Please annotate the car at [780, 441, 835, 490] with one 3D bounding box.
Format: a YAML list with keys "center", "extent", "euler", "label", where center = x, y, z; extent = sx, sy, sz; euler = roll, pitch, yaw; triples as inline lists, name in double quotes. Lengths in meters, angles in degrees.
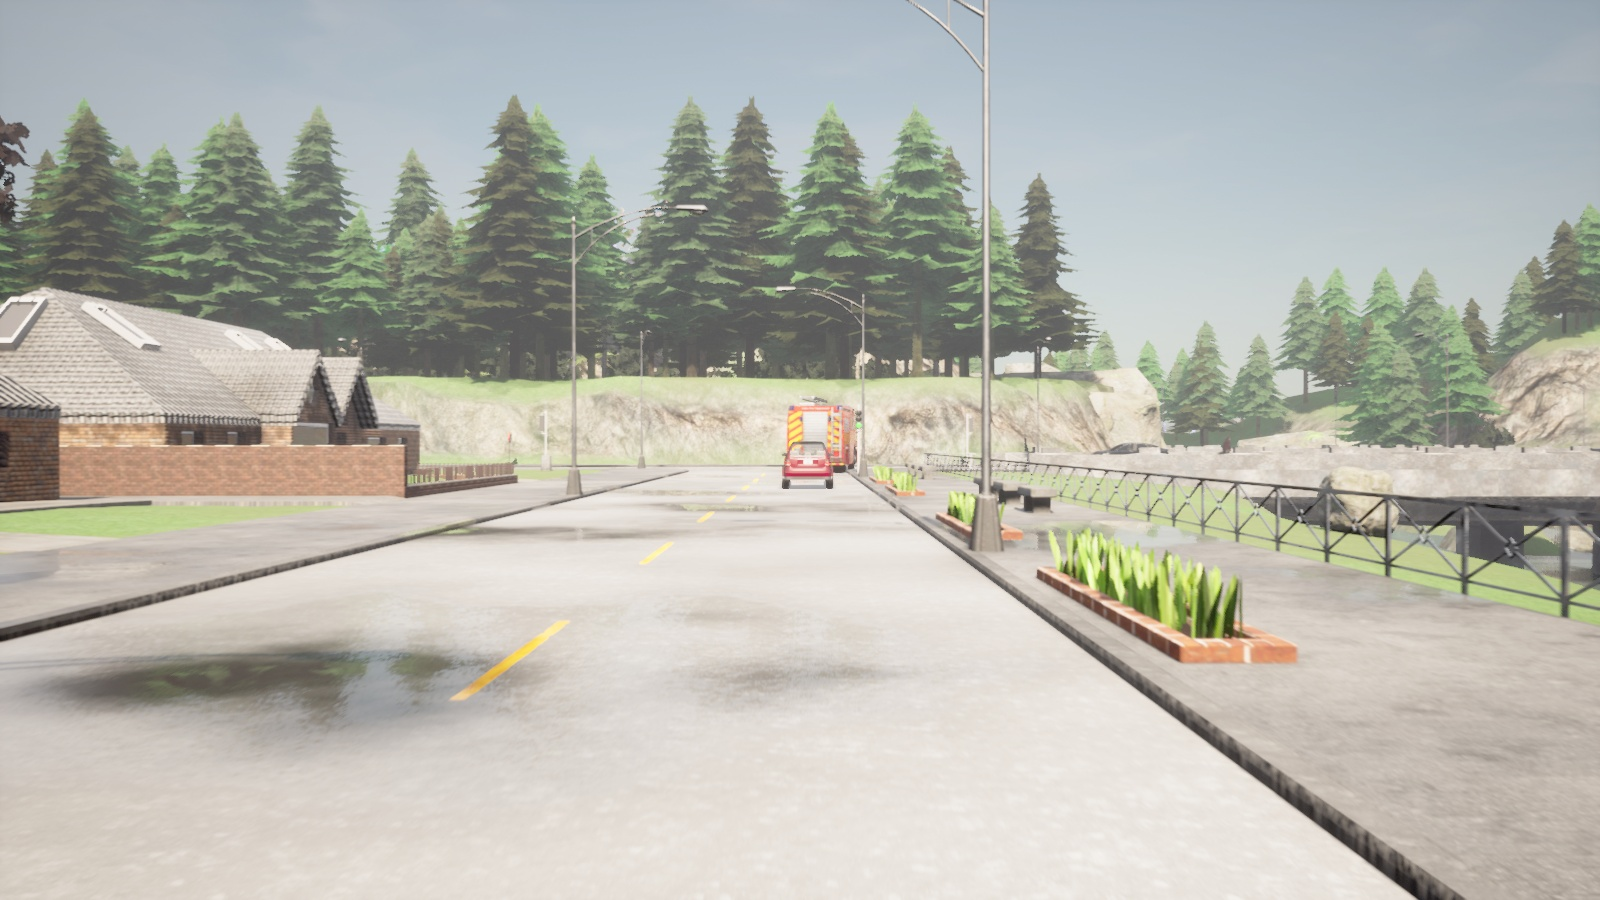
- center: [0.259, 0.487, 42.361]
  extent: [1.789, 1.549, 3.705]
  euler: [0, 0, 0]
  label: "car"

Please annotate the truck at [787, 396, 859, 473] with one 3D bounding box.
- center: [1.315, -0.789, 66.071]
  extent: [2.891, 3.827, 8.468]
  euler: [0, 0, 7]
  label: "truck"

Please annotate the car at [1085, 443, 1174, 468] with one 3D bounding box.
- center: [20.002, 0.337, 76.350]
  extent: [4.892, 1.490, 1.837]
  euler: [0, 0, 0]
  label: "car"
